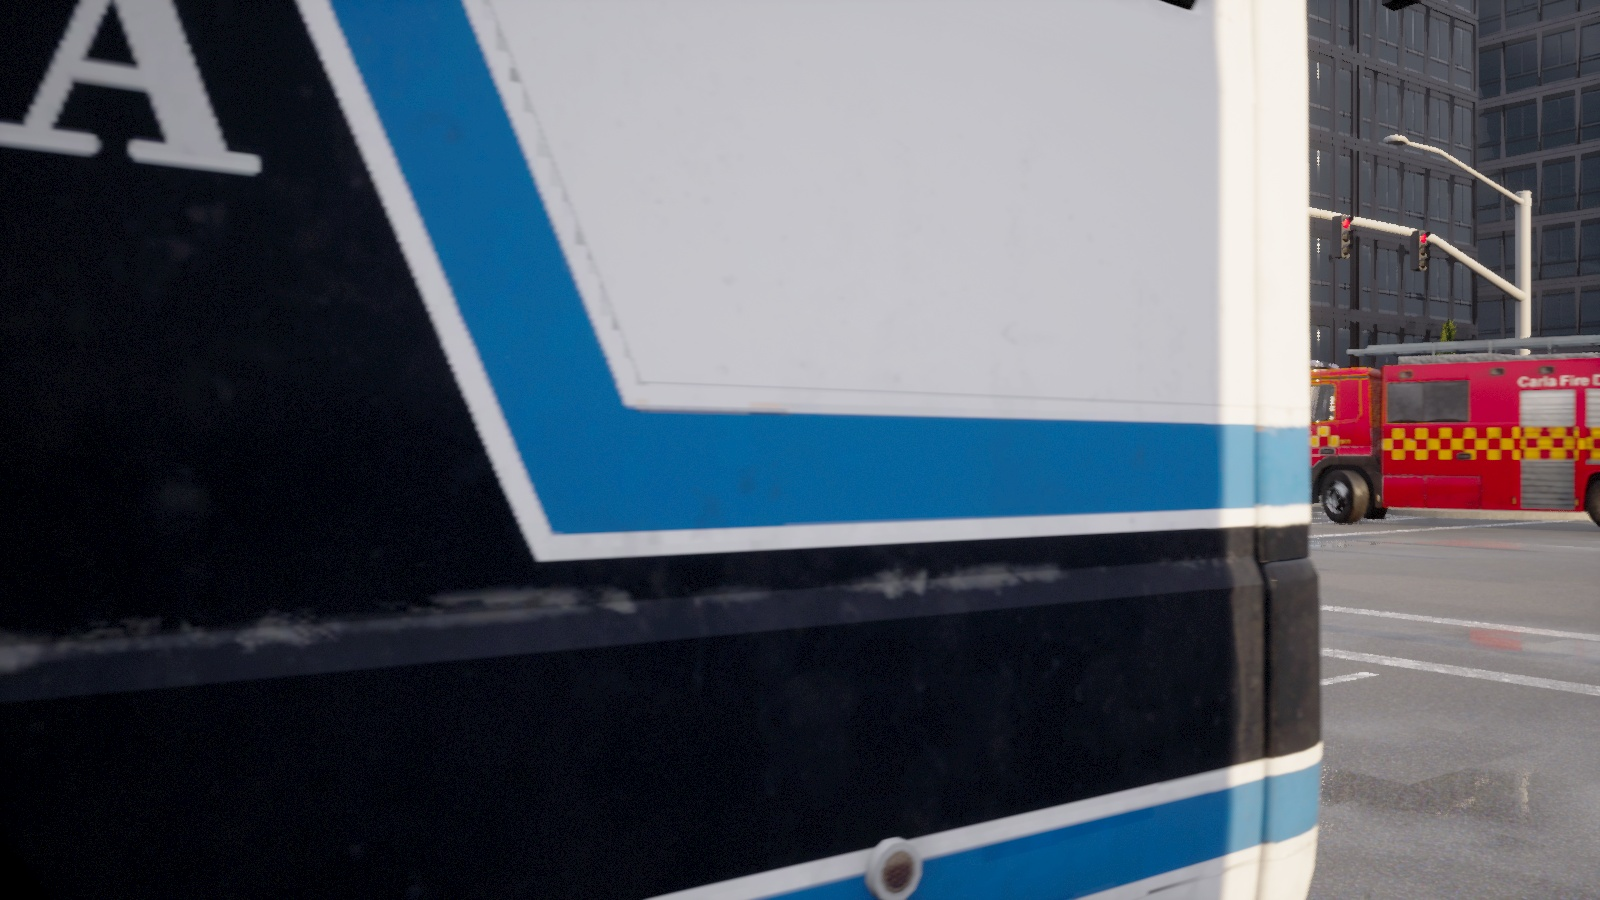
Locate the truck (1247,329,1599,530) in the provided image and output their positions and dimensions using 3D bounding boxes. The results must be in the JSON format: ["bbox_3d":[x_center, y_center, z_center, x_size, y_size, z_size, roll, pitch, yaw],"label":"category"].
[{"bbox_3d":[14.194,-0.385,26.521,8.468,3.827,2.891,0,0,39],"label":"truck"}]

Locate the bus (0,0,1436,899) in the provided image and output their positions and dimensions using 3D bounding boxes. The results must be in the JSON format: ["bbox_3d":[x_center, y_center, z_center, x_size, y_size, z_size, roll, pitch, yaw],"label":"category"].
[{"bbox_3d":[-4.362,-0.621,0.628,10.273,4.253,3.944,0,0,-35],"label":"bus"}]
